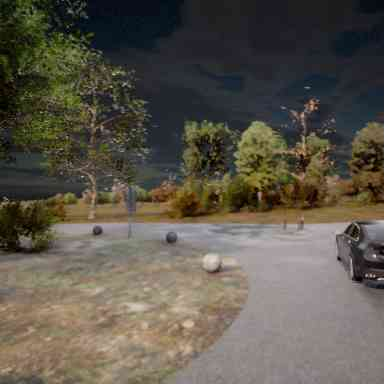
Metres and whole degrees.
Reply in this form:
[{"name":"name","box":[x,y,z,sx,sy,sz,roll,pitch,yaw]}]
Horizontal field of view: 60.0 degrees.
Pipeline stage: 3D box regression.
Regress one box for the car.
[{"name":"car","box":[5.455,1.601,9.830,1.837,1.490,4.892,0,0,17]}]
